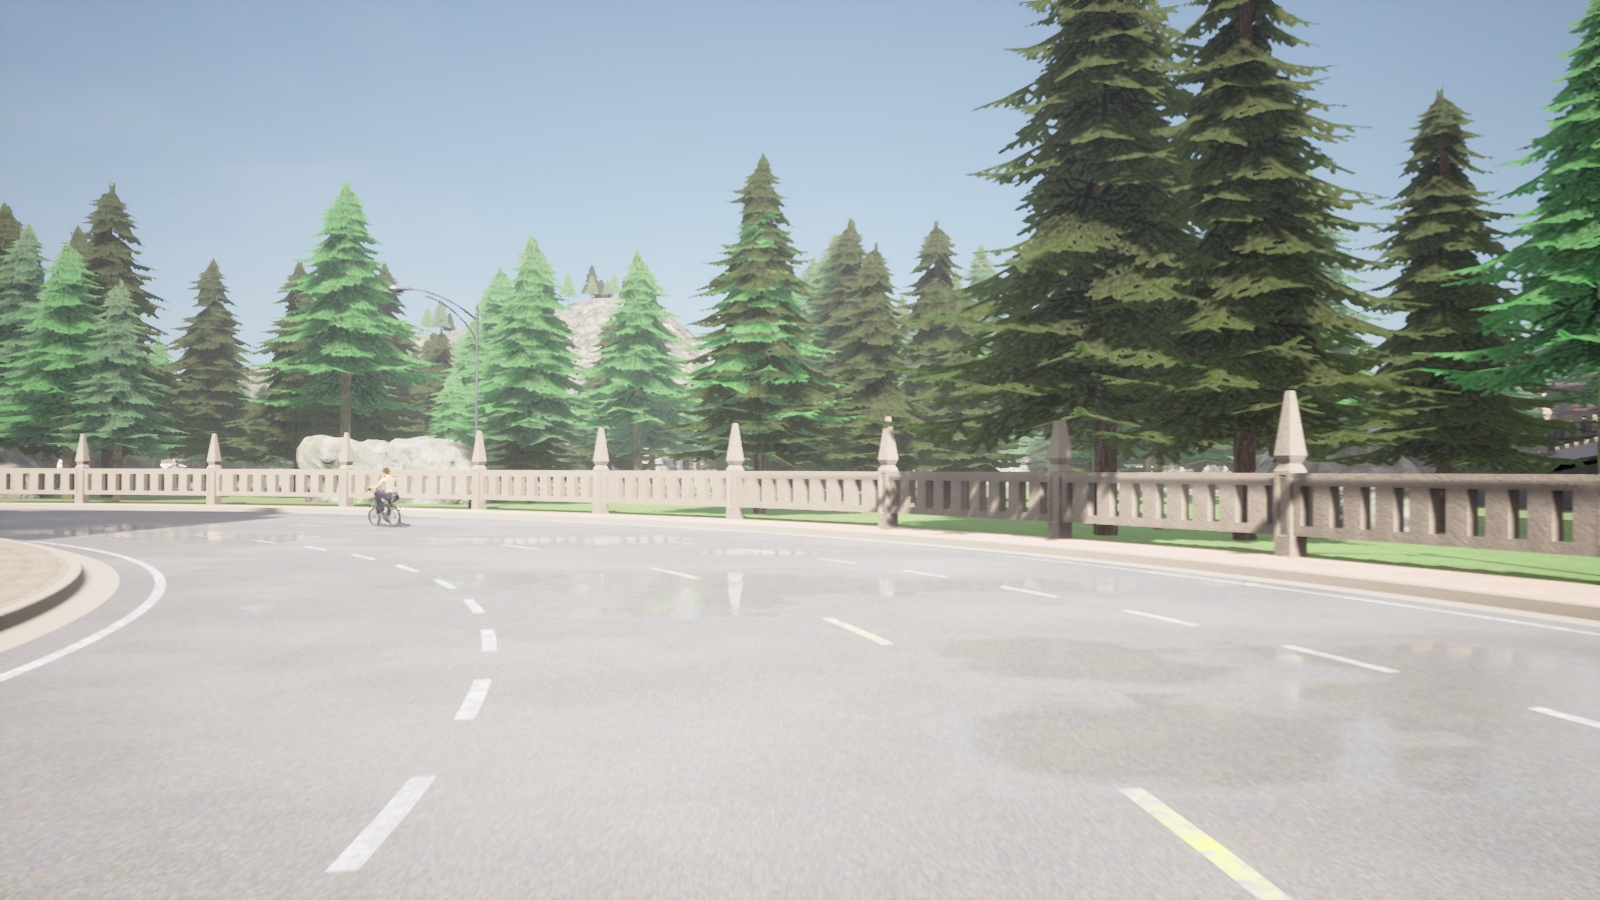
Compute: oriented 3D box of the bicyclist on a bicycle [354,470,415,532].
[{"bbox_3d":[-11.181,1.363,33.800,1.509,1.612,0.866,-1,-1,40],"label":"bicyclist on a bicycle"}]
